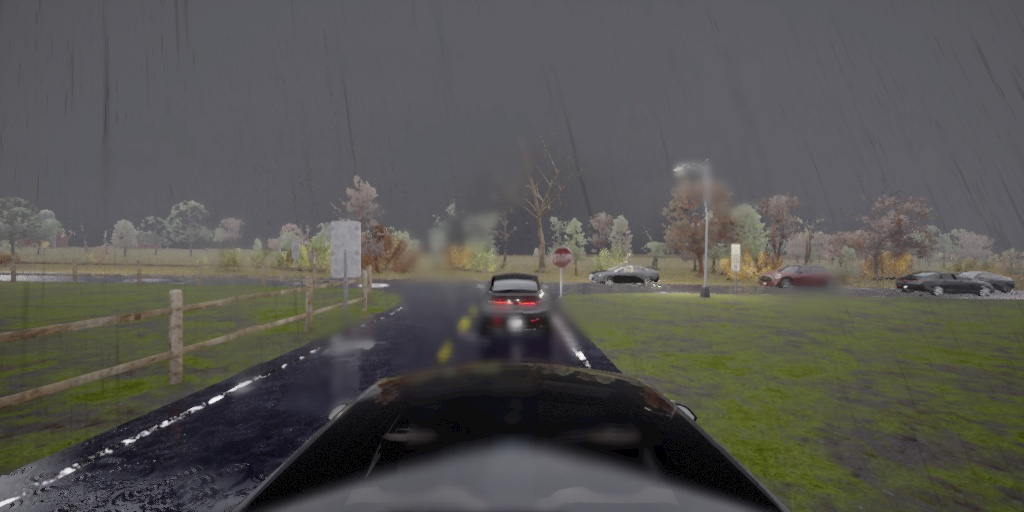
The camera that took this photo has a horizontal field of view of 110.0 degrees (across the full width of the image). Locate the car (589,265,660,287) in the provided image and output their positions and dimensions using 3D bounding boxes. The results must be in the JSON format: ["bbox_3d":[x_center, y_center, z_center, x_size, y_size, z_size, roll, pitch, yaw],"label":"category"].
[{"bbox_3d":[8.023,1.374,25.637,4.902,1.511,2.128,1,1,-5],"label":"car"}]

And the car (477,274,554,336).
[{"bbox_3d":[0.064,1.247,10.331,1.837,1.490,4.892,0,0,-1],"label":"car"}]

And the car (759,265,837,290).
[{"bbox_3d":[20.542,1.455,25.941,4.553,1.767,2.097,1,1,0],"label":"car"}]

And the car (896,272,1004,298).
[{"bbox_3d":[27.658,1.781,22.982,4.892,1.490,1.837,1,1,0],"label":"car"}]

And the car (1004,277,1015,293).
[{"bbox_3d":[33.262,1.853,25.925,4.674,1.442,1.812,1,1,0],"label":"car"}]
